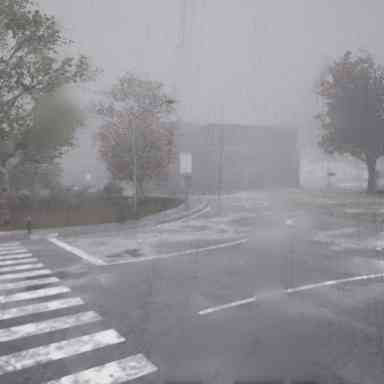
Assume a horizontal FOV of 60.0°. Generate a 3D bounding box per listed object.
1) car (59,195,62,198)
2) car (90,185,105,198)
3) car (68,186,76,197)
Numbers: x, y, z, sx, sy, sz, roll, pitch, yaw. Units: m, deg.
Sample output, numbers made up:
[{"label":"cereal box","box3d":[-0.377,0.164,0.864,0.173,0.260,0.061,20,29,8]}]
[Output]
[{"label":"car","box3d":[-19.195,0.020,53.242,2.435,2.045,5.566,-2,1,16]},{"label":"car","box3d":[-14.388,0.194,49.710,2.231,1.521,4.892,-1,2,16]},{"label":"car","box3d":[-16.806,-0.017,51.424,2.435,2.045,5.566,-1,2,16]}]
